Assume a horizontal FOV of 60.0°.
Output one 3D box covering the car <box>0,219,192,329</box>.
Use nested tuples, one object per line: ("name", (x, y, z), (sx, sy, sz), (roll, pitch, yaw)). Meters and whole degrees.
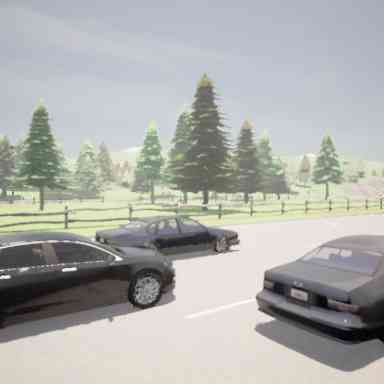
("car", (-2.581, 1.506, 6.233), (4.892, 1.490, 1.837), (-1, 0, -35))

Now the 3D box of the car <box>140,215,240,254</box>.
("car", (-0.754, 1.546, 11.807), (5.357, 1.411, 2.033), (0, 0, -35))

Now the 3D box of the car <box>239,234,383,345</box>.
("car", (3.609, 1.546, 6.321), (5.357, 1.411, 2.033), (0, 0, -35))
